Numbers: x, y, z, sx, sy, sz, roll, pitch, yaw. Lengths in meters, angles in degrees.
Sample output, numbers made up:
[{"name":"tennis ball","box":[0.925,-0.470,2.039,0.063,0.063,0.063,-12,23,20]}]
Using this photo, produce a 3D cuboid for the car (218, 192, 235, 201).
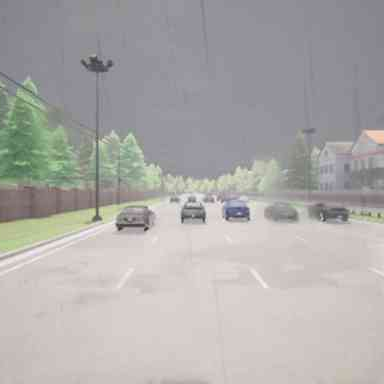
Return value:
[{"name":"car","box":[6.989,1.373,67.725,2.097,1.767,4.553,0,0,0]}]

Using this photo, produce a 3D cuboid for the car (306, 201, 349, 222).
[{"name":"car","box":[10.595,1.514,26.252,1.837,1.490,4.892,0,0,0]}]

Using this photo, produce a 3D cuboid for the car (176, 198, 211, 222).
[{"name":"car","box":[0.097,1.500,26.185,2.128,1.511,4.902,0,0,0]}]

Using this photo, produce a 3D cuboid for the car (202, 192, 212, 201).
[{"name":"car","box":[3.487,1.083,77.788,2.150,2.045,5.566,0,0,0]}]

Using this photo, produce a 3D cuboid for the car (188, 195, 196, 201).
[{"name":"car","box":[-0.013,1.411,77.757,1.994,1.385,4.181,0,0,0]}]

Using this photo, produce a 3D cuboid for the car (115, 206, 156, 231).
[{"name":"car","box":[-3.404,1.554,20.789,2.033,1.411,5.357,0,0,0]}]

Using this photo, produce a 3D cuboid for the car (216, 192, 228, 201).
[{"name":"car","box":[6.987,1.084,77.788,2.150,2.045,5.566,0,0,0]}]

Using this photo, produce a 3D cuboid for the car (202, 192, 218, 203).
[{"name":"car","box":[3.489,1.374,67.724,2.097,1.767,4.553,0,0,0]}]

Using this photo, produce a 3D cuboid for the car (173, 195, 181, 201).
[{"name":"car","box":[-3.513,1.382,77.756,1.812,1.442,4.674,0,0,0]}]

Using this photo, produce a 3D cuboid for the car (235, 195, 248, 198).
[{"name":"car","box":[10.489,1.544,67.755,1.812,1.442,4.674,0,0,0]}]

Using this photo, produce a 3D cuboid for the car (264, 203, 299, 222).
[{"name":"car","box":[7.095,1.573,26.813,1.994,1.385,4.181,0,0,0]}]

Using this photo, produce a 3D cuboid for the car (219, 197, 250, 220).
[{"name":"car","box":[3.594,1.487,27.834,1.882,1.535,5.008,0,0,0]}]

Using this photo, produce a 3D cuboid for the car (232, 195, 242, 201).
[{"name":"car","box":[10.487,1.411,77.759,1.994,1.385,4.181,0,0,0]}]

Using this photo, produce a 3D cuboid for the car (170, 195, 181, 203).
[{"name":"car","box":[-3.511,1.522,67.336,1.837,1.490,4.892,0,0,0]}]

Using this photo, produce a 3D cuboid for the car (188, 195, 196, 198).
[{"name":"car","box":[-0.011,1.522,67.337,1.837,1.490,4.892,0,0,0]}]
